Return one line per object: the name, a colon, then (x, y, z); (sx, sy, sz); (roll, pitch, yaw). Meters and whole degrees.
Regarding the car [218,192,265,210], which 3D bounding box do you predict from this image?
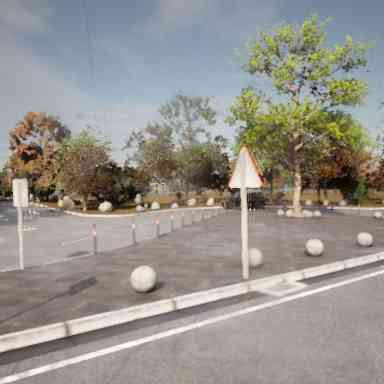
car: (5.924, 0.996, 39.392); (5.566, 2.045, 2.150); (0, 0, -15)
